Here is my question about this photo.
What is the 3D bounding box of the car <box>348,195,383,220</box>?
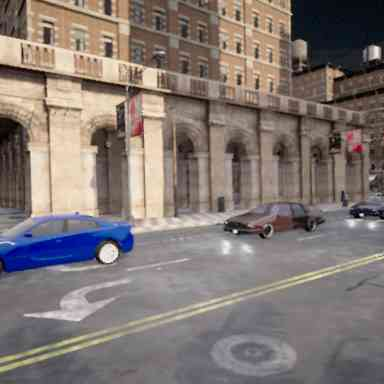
[{"bbox_3d":[12.186,0.889,21.175,5.357,1.411,2.033,-2,1,-35],"label":"car"}]

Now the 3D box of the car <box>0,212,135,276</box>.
[{"bbox_3d":[-4.141,1.400,9.640,5.008,1.535,1.882,-2,1,-35],"label":"car"}]

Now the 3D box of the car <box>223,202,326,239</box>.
[{"bbox_3d":[3.967,1.181,15.366,5.357,1.411,2.033,-2,1,-35],"label":"car"}]
